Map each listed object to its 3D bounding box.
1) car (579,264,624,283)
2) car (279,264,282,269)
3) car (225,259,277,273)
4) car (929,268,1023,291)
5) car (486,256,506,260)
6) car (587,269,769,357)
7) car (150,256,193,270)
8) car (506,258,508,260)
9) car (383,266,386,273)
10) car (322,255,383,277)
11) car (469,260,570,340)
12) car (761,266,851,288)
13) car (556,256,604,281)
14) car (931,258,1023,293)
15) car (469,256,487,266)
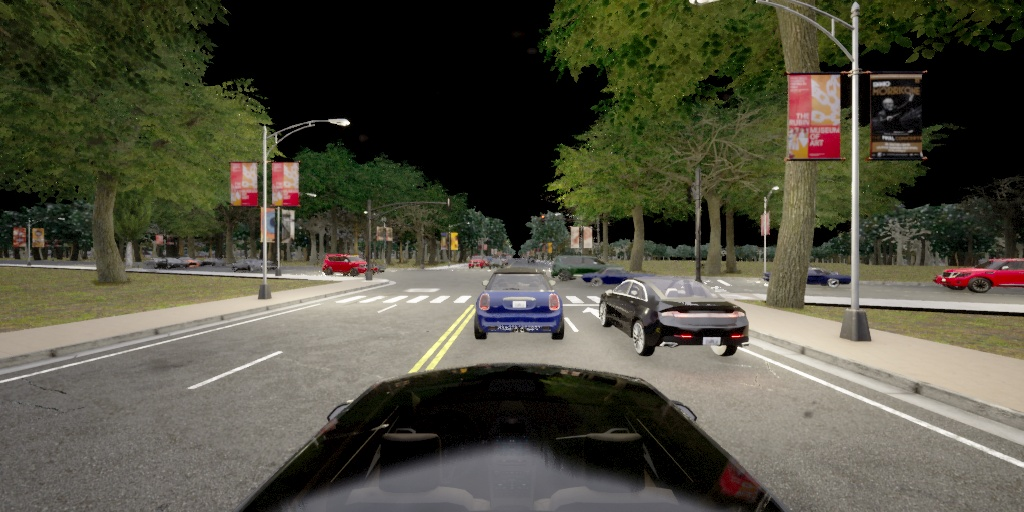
[{"bbox_3d":[7.140,1.413,23.651,4.718,1.301,1.895,0,0,24],"label":"car"},{"bbox_3d":[-30.810,1.138,44.137,5.357,1.411,2.033,0,0,24],"label":"car"},{"bbox_3d":[-28.865,1.098,39.706,4.902,1.511,2.128,1,0,24],"label":"car"},{"bbox_3d":[31.483,1.537,23.686,4.718,1.301,1.895,0,0,24],"label":"car"},{"bbox_3d":[-2.397,1.108,55.895,2.097,1.767,4.553,0,0,1],"label":"car"},{"bbox_3d":[3.429,1.241,8.562,2.128,1.511,4.902,0,0,0],"label":"car"},{"bbox_3d":[-44.344,1.006,46.648,5.008,1.535,1.882,0,0,24],"label":"car"},{"bbox_3d":[-2.205,1.359,64.886,1.895,1.301,4.718,0,0,1],"label":"car"},{"bbox_3d":[-15.338,1.181,37.230,4.892,1.490,1.837,0,0,24],"label":"car"},{"bbox_3d":[-15.209,0.907,33.604,5.566,2.045,2.150,0,0,25],"label":"car"},{"bbox_3d":[0.192,1.102,10.150,2.097,1.767,4.553,0,0,1],"label":"car"},{"bbox_3d":[20.395,1.478,25.071,4.718,1.301,1.895,0,0,24],"label":"car"},{"bbox_3d":[5.841,1.019,27.785,5.566,2.045,2.150,0,0,24],"label":"car"},{"bbox_3d":[29.309,1.153,21.089,5.566,2.045,2.150,0,0,25],"label":"car"},{"bbox_3d":[-5.626,0.978,57.962,2.150,2.045,5.566,0,0,1],"label":"car"}]
